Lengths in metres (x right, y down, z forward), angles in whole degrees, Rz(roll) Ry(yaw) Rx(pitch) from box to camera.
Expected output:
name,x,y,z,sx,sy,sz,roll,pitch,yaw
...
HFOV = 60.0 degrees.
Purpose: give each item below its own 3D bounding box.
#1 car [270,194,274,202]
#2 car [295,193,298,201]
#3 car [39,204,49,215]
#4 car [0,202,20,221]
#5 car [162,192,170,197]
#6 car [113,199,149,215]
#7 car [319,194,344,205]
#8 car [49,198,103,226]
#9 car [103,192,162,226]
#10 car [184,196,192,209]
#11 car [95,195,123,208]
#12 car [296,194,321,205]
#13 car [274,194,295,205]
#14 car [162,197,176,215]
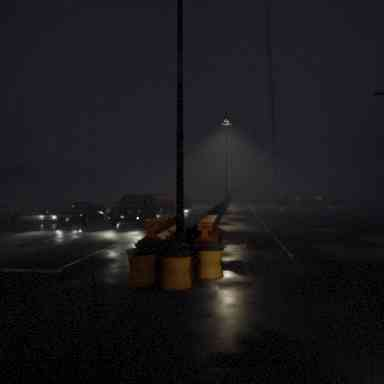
name,x,y,z,sx,sy,sz,roll,pitch,yaw
car,15.409,1.067,60.654,2.033,1.411,5.357,0,1,8
car,18.877,1.025,60.177,1.837,1.490,4.892,0,1,8
car,-13.133,1.464,33.618,2.033,1.411,5.357,0,0,8
car,-14.427,1.485,24.033,1.812,1.442,4.674,0,0,8
car,-4.377,1.006,45.779,2.150,2.045,5.566,0,1,8
car,-6.052,1.456,33.720,2.033,1.411,5.357,0,0,8
car,20.979,1.041,49.756,2.097,1.767,4.553,0,1,8
car,-7.474,1.451,23.213,2.128,1.511,4.902,0,0,8
car,-3.937,1.178,23.267,2.150,2.045,5.566,0,0,8
car,-1.226,1.293,43.069,1.882,1.535,5.008,0,1,8
car,-11.414,1.288,46.030,2.128,1.511,4.902,0,1,8
car,17.521,1.288,50.299,1.895,1.301,4.718,0,1,8
car,14.049,1.213,50.745,1.812,1.442,4.674,0,1,8
car,-2.588,1.474,33.139,1.994,1.385,4.181,0,0,8
